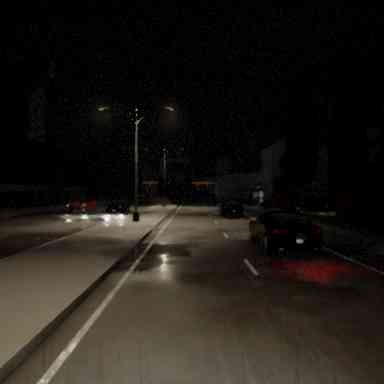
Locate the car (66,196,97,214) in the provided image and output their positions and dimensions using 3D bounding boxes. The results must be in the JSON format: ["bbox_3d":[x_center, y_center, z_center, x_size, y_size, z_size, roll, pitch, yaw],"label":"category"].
[{"bbox_3d":[-11.587,1.348,35.090,2.097,1.767,4.553,0,0,0],"label":"car"}]

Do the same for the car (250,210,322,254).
[{"bbox_3d":[3.589,1.476,13.521,1.882,1.535,5.008,0,0,0],"label":"car"}]

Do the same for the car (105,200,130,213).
[{"bbox_3d":[-8.087,1.597,36.434,1.895,1.301,4.718,0,0,0],"label":"car"}]

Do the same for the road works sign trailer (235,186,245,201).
[{"bbox_3d":[12.028,0.454,81.028,2.380,3.560,2.880,0,0,35],"label":"road works sign trailer"}]

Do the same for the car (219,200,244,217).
[{"bbox_3d":[3.600,1.474,31.074,1.882,1.535,5.008,0,0,0],"label":"car"}]
